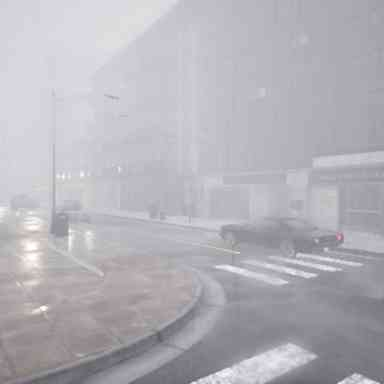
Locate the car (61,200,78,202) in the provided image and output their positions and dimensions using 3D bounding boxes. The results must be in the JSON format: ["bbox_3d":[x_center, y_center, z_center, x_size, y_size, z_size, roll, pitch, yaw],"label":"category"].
[{"bbox_3d":[-13.342,1.591,35.922,1.837,1.490,4.892,0,0,-36],"label":"car"}]

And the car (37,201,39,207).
[{"bbox_3d":[-26.249,1.694,53.905,2.033,1.411,5.357,0,0,-36],"label":"car"}]

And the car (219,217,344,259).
[{"bbox_3d":[3.186,1.619,12.890,1.895,1.301,4.718,0,0,-36],"label":"car"}]

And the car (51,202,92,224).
[{"bbox_3d":[-9.116,1.664,24.971,1.895,1.301,4.718,0,0,-36],"label":"car"}]

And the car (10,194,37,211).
[{"bbox_3d":[-22.434,1.328,43.696,2.150,2.045,5.566,0,0,-36],"label":"car"}]
